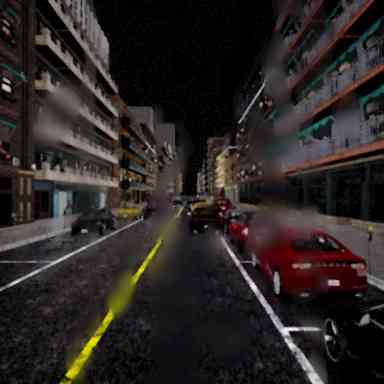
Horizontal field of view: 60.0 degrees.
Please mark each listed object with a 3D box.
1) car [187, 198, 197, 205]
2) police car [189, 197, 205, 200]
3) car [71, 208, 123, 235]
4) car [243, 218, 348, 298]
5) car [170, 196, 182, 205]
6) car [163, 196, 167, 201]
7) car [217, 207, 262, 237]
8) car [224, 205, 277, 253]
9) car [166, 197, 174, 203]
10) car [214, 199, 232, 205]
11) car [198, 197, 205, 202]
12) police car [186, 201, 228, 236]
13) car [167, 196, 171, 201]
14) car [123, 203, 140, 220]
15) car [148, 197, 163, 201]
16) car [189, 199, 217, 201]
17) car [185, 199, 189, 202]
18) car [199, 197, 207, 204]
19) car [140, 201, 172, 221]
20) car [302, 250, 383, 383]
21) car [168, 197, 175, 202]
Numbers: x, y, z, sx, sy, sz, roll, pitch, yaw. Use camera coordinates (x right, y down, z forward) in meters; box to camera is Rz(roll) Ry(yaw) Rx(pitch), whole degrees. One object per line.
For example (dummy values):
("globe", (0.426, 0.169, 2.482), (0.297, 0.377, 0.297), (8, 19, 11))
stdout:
("car", (-0.038, 1.915, 69.862), (1.994, 1.385, 4.181), (0, 0, 0))
("police car", (0.881, 1.662, 35.422), (1.930, 1.638, 5.238), (0, 0, 0))
("car", (-5.700, 1.701, 19.814), (1.947, 1.339, 4.313), (0, 0, 0))
("car", (2.687, 1.604, 8.543), (1.887, 1.381, 4.507), (0, 0, 0))
("car", (-3.038, 2.037, 70.304), (1.895, 1.301, 4.718), (0, 0, 0))
("car", (-5.717, 1.670, 53.635), (2.192, 1.841, 5.009), (0, 0, 0))
("car", (2.681, 1.685, 19.815), (2.008, 1.369, 4.403), (0, 0, 0))
("car", (2.684, 1.537, 14.180), (1.967, 1.590, 4.097), (0, 0, 0))
("car", (-5.736, 2.008, 87.450), (1.967, 1.590, 4.097), (0, 0, 0))
("car", (2.676, 1.524, 31.090), (2.192, 1.841, 5.009), (0, 0, 0))
("car", (2.642, 2.147, 93.087), (1.887, 1.381, 4.507), (0, 0, 0))
("police car", (0.752, 1.556, 19.428), (1.930, 1.638, 5.238), (0, 0, 0))
("car", (-5.732, 1.848, 81.816), (2.192, 1.841, 5.009), (0, 0, 0))
("car", (-5.706, 1.734, 30.917), (1.752, 1.417, 4.829), (0, 0, 0))
("car", (-5.715, 1.758, 47.997), (1.967, 1.590, 4.097), (0, 0, 0))
("car", (0.884, 1.675, 29.311), (1.882, 1.535, 5.008), (0, 0, 0))
("car", (-0.030, 1.853, 54.864), (2.128, 1.511, 4.902), (0, 0, 0))
("car", (2.648, 2.058, 81.985), (1.752, 1.417, 4.829), (0, 0, 0))
("car", (-3.114, 1.764, 29.694), (1.994, 1.385, 4.181), (0, 0, 0))
("car", (2.690, 1.587, 2.907), (1.947, 1.339, 4.313), (0, 0, 0))
("car", (-5.739, 2.147, 93.087), (1.887, 1.381, 4.507), (0, 0, 0))
